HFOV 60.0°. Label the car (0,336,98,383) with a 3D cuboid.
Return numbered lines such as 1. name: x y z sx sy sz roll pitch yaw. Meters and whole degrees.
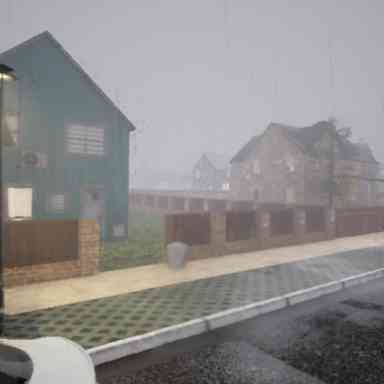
1. car: -2.602 1.526 1.214 4.674 1.442 1.812 0 0 -35
